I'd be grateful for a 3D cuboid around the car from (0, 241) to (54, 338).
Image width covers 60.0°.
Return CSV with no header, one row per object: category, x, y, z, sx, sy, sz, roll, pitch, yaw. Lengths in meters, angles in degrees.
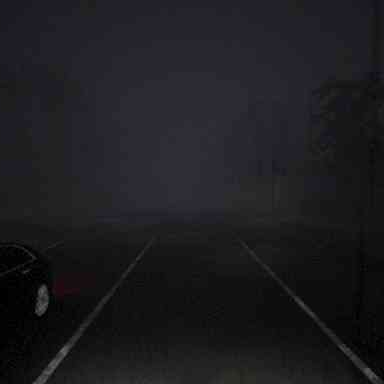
car,-3.548,1.500,4.467,1.837,1.490,4.892,0,0,1
